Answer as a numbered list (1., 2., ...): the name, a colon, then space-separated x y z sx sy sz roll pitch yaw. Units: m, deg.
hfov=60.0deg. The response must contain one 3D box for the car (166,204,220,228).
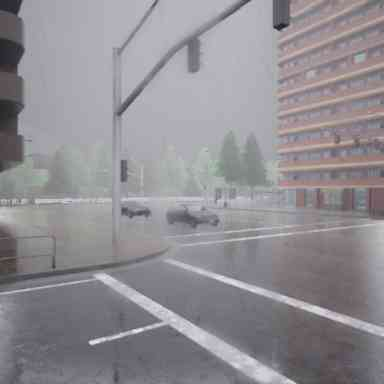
1. car: -0.085 1.531 22.452 1.812 1.442 4.674 0 0 -33

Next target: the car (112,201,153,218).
1. car: -5.580 1.553 30.380 2.033 1.411 5.357 0 0 -35
